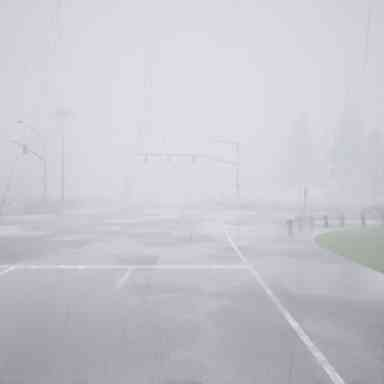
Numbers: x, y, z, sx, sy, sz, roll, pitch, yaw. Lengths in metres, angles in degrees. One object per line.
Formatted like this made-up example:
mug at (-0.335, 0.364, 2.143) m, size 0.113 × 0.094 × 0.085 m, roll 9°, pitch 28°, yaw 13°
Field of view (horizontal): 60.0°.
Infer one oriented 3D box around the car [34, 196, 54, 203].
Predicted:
car at (-28.102, 1.408, 63.226) m, size 1.994 × 1.385 × 4.181 m, roll 0°, pitch 0°, yaw 0°

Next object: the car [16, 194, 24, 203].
car at (-31.600, 1.210, 62.605) m, size 2.097 × 1.767 × 4.553 m, roll 0°, pitch 0°, yaw 0°

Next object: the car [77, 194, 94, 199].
car at (-21.111, 1.343, 67.285) m, size 1.837 × 1.490 × 4.892 m, roll 0°, pitch 0°, yaw 0°

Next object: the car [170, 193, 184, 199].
car at (-3.918, 1.124, 95.137) m, size 2.097 × 1.767 × 4.553 m, roll 0°, pitch 0°, yaw -18°

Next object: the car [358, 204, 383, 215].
car at (17.366, 1.437, 29.285) m, size 4.902 × 1.511 × 2.128 m, roll 0°, pitch 0°, yaw 8°

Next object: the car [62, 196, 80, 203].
car at (-24.608, 1.437, 67.608) m, size 1.895 × 1.301 × 4.718 m, roll 0°, pitch 0°, yaw 0°

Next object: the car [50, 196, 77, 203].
car at (-21.169, 1.402, 54.838) m, size 1.812 × 1.442 × 4.674 m, roll 0°, pitch 0°, yaw 0°

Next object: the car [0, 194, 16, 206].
car at (-28.166, 1.246, 48.262) m, size 2.097 × 1.767 × 4.553 m, roll 0°, pitch 0°, yaw 0°

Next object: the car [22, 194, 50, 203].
car at (-24.666, 1.426, 53.667) m, size 2.033 × 1.411 × 5.357 m, roll 0°, pitch 0°, yaw 0°
